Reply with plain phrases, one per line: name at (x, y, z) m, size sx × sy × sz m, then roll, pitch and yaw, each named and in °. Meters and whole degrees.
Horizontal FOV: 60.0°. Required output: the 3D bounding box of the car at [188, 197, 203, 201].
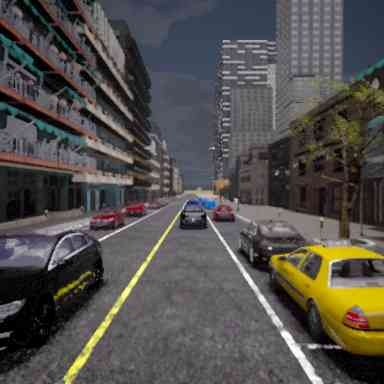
car at (0.099, 1.741, 42.324) m, size 1.882 × 1.535 × 5.008 m, roll 0°, pitch 0°, yaw 0°

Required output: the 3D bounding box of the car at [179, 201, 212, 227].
car at (0.099, 1.645, 24.184) m, size 2.128 × 1.511 × 4.902 m, roll 0°, pitch 0°, yaw 0°

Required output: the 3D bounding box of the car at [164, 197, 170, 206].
car at (-5.704, 1.929, 61.937) m, size 2.008 × 1.369 × 4.403 m, roll -1°, pitch 0°, yaw 0°

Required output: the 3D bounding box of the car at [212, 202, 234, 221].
car at (2.677, 1.763, 28.499) m, size 1.802 × 1.307 × 4.206 m, roll -1°, pitch 0°, yaw 0°

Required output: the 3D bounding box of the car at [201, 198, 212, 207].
car at (2.676, 1.923, 61.979) m, size 1.887 × 1.381 × 4.507 m, roll -1°, pitch 0°, yaw 0°

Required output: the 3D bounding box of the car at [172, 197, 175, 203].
car at (-5.704, 2.049, 84.257) m, size 2.008 × 1.369 × 4.403 m, roll -1°, pitch 0°, yaw 0°

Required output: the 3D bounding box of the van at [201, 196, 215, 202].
van at (2.672, 1.655, 50.820) m, size 1.690 × 1.788 × 3.998 m, roll -1°, pitch 0°, yaw 0°

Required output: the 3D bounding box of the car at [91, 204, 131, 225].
car at (-5.703, 1.729, 22.874) m, size 1.802 × 1.307 × 4.206 m, roll -1°, pitch 0°, yaw 0°

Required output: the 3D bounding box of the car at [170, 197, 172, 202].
car at (-5.706, 1.849, 67.517) m, size 1.967 × 1.590 × 4.097 m, roll -1°, pitch 0°, yaw 0°

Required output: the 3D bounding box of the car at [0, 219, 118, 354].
car at (-3.101, 1.534, 6.430) m, size 2.128 × 1.511 × 4.902 m, roll 0°, pitch 0°, yaw 0°

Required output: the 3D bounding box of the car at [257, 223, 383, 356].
car at (2.667, 1.568, 6.351) m, size 1.752 × 1.417 × 4.829 m, roll -1°, pitch 0°, yaw 0°

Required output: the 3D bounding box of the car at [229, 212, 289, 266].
car at (2.681, 1.628, 11.759) m, size 2.008 × 1.369 × 4.403 m, roll -1°, pitch 0°, yaw 0°

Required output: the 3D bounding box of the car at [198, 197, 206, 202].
car at (2.676, 2.093, 89.880) m, size 1.947 × 1.339 × 4.313 m, roll -1°, pitch 0°, yaw 0°

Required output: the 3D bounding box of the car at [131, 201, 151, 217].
car at (-5.704, 1.759, 34.034) m, size 1.887 × 1.381 × 4.507 m, roll -1°, pitch 0°, yaw 0°

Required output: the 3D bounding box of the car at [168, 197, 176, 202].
car at (-5.704, 2.099, 95.419) m, size 1.887 × 1.381 × 4.507 m, roll -1°, pitch 0°, yaw 0°

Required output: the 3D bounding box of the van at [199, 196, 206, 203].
van at (2.672, 1.840, 84.301) m, size 1.690 × 1.788 × 3.998 m, roll -1°, pitch 0°, yaw 0°

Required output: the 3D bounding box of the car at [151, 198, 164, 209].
car at (-5.703, 1.895, 50.775) m, size 1.802 × 1.307 × 4.206 m, roll -1°, pitch 0°, yaw 0°
